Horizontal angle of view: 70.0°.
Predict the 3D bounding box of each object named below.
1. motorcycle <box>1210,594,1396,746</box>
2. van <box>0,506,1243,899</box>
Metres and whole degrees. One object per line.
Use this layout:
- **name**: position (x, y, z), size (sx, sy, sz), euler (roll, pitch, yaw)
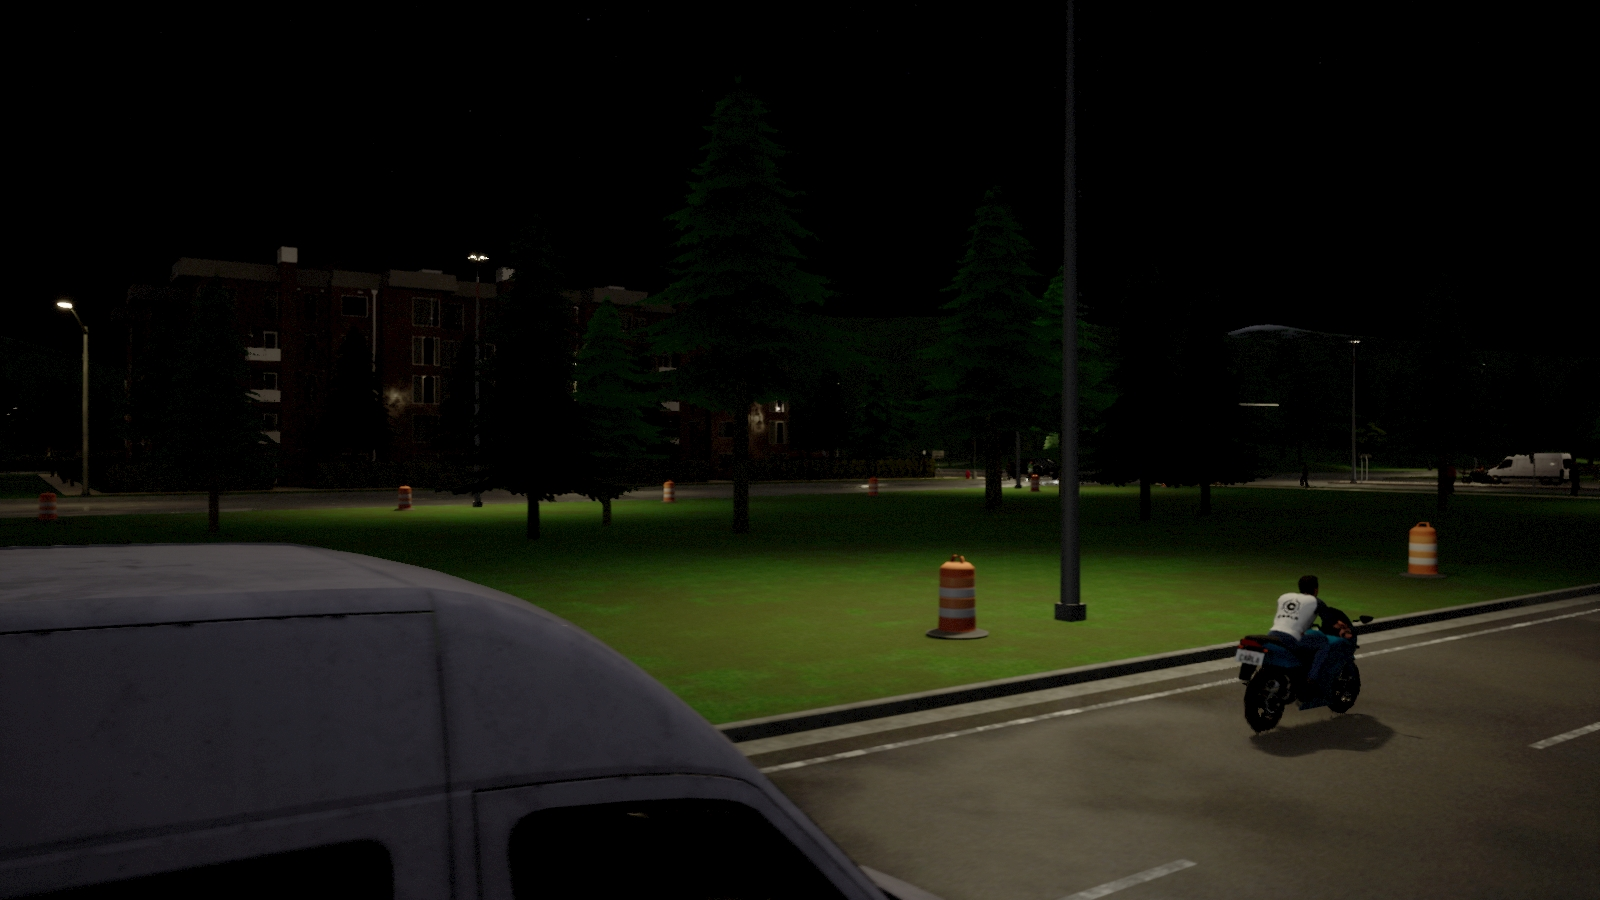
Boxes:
- **motorcycle**: position (5.161, 2.183, 11.670), size (2.033, 1.199, 0.803), euler (0, 0, -35)
- **van**: position (-1.621, 1.534, 2.655), size (5.915, 2.561, 1.988), euler (0, 0, -35)
